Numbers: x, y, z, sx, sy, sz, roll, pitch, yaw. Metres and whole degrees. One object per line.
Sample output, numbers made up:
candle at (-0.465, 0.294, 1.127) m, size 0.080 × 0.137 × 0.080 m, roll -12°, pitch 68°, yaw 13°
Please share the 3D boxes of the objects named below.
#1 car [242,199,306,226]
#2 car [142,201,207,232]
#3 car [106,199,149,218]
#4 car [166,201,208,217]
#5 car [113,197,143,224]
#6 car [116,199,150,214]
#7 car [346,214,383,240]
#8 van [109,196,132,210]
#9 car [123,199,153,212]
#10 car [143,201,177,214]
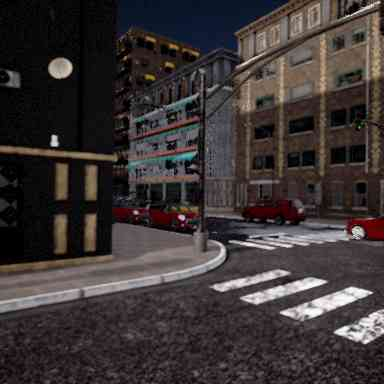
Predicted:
car at (5.917, 1.409, 24.343) m, size 2.192 × 1.841 × 5.009 m, roll 1°, pitch -1°, yaw -35°
car at (-0.916, 1.379, 19.490) m, size 1.967 × 1.590 × 4.097 m, roll 1°, pitch -1°, yaw -35°
car at (-6.215, 1.504, 31.422) m, size 2.128 × 1.511 × 4.902 m, roll 1°, pitch -1°, yaw -35°
car at (-0.610, 1.642, 33.522) m, size 1.752 × 1.417 × 4.829 m, roll 1°, pitch -1°, yaw -35°
car at (-4.127, 1.390, 24.009) m, size 1.967 × 1.590 × 4.097 m, roll 1°, pitch -1°, yaw -35°
car at (-6.712, 1.596, 37.469) m, size 1.837 × 1.490 × 4.892 m, roll 1°, pitch -1°, yaw -35°
car at (9.444, 1.523, 14.735) m, size 1.882 × 1.535 × 5.008 m, roll 1°, pitch -1°, yaw -35°
van at (-10.147, 1.496, 46.947) m, size 1.690 × 1.788 × 3.998 m, roll 1°, pitch -1°, yaw -35°
car at (-6.936, 1.685, 42.424) m, size 1.887 × 1.381 × 4.507 m, roll 1°, pitch -1°, yaw -35°
car at (-3.724, 1.693, 37.903) m, size 1.947 × 1.339 × 4.313 m, roll 1°, pitch -1°, yaw -35°
